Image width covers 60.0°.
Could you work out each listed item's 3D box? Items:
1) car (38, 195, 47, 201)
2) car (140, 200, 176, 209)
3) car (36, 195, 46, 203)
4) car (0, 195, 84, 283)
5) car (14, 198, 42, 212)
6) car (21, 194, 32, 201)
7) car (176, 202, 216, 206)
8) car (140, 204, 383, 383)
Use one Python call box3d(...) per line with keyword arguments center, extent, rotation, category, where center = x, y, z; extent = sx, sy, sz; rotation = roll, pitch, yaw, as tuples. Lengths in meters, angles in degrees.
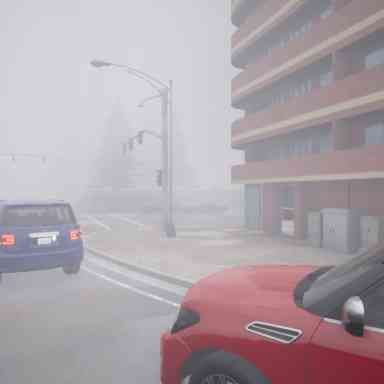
box3d(center=(-37.098, 1.540, 82.537), extent=(2.033, 1.411, 5.357), rotation=(0, 0, -23), category="car")
box3d(center=(-3.314, 1.582, 36.194), extent=(4.674, 1.442, 1.812), rotation=(-1, 0, -22), category="car")
box3d(center=(-32.790, 1.478, 72.339), extent=(1.882, 1.535, 5.008), rotation=(0, 0, -23), category="car")
box3d(center=(-4.965, 1.221, 9.841), extent=(2.150, 2.045, 5.566), rotation=(0, 0, -36), category="car")
box3d(center=(-19.751, 1.547, 40.344), extent=(2.033, 1.411, 5.357), rotation=(0, 0, -15), category="car")
box3d(center=(-40.312, 1.355, 81.153), extent=(2.097, 1.767, 4.553), rotation=(0, 0, -23), category="car")
box3d(center=(1.142, 1.656, 34.270), extent=(4.718, 1.301, 1.895), rotation=(0, 0, -22), category="car")
box3d(center=(2.322, 1.221, 2.472), extent=(5.566, 2.045, 2.150), rotation=(0, 0, 36), category="car")
